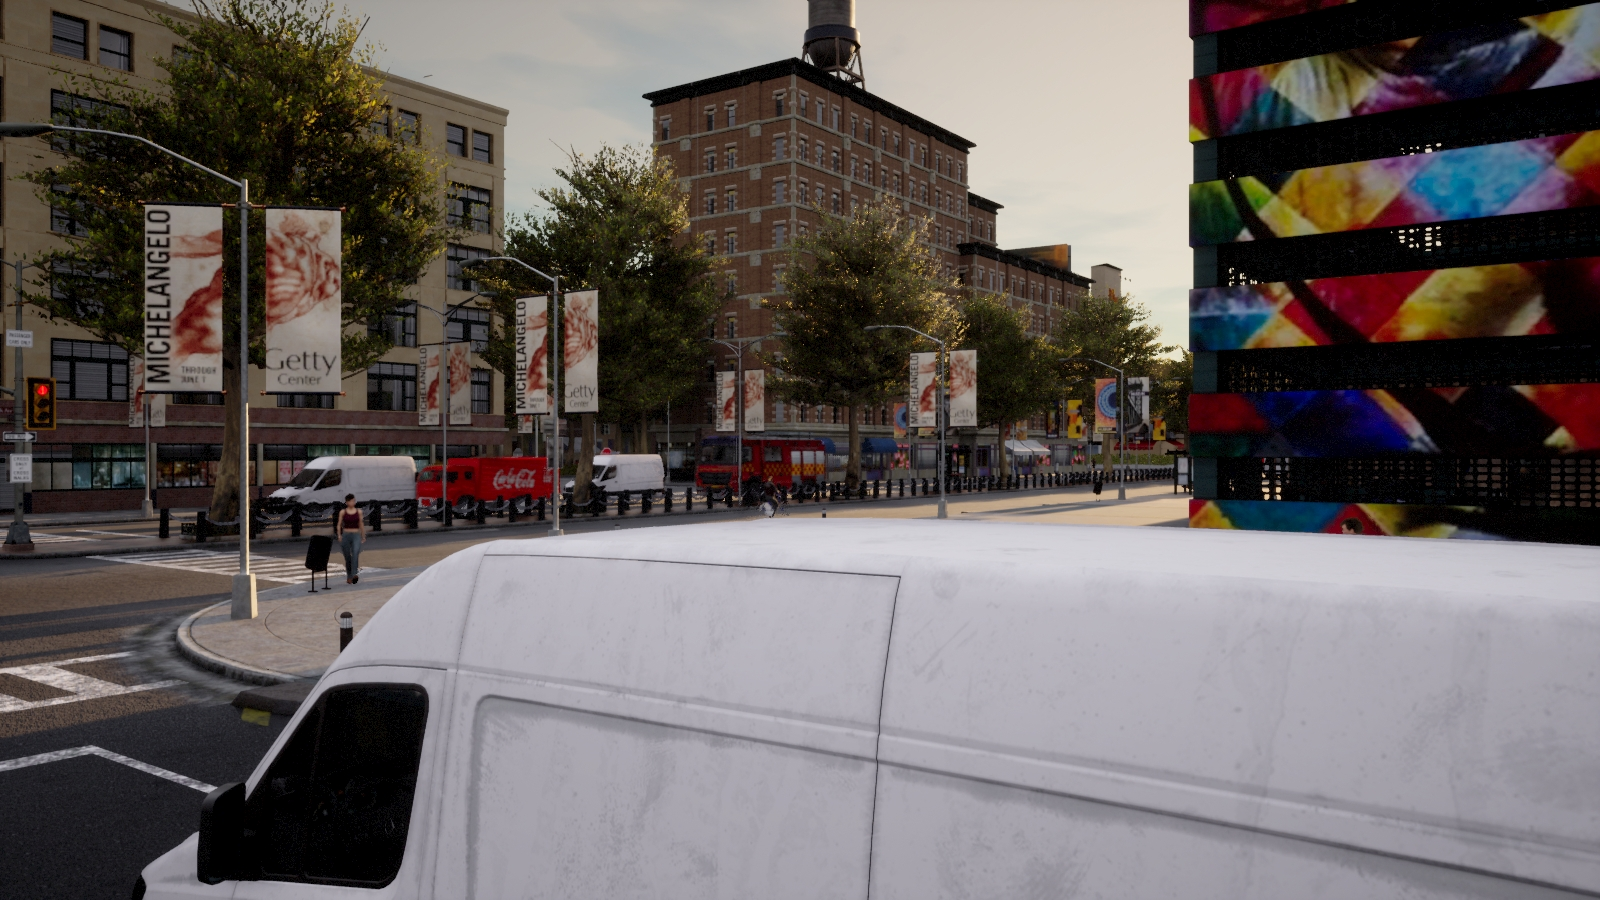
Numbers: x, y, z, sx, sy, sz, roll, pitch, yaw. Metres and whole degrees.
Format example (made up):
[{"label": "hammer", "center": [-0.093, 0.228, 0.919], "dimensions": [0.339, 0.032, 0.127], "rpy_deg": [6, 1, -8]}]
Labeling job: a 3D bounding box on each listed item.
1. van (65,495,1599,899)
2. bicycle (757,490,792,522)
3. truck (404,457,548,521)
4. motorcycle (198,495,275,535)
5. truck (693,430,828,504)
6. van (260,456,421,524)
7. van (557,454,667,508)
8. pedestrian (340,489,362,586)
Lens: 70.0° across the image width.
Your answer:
[{"label": "van", "center": [-0.118, 1.534, 3.913], "dimensions": [5.915, 2.561, 1.988], "rpy_deg": [0, 0, 36]}, {"label": "bicycle", "center": [-0.999, 2.210, 45.052], "dimensions": [0.329, 1.171, 1.835], "rpy_deg": [0, 0, 36]}, {"label": "truck", "center": [-13.381, 1.582, 47.479], "dimensions": [2.627, 2.467, 5.204], "rpy_deg": [0, -1, 36]}, {"label": "motorcycle", "center": [-19.297, 2.205, 39.190], "dimensions": [0.867, 1.251, 2.209], "rpy_deg": [0, 0, 35]}, {"label": "truck", "center": [-2.038, 0.890, 63.389], "dimensions": [2.891, 3.827, 8.468], "rpy_deg": [0, 0, 35]}, {"label": "van", "center": [-18.491, 1.535, 46.339], "dimensions": [1.988, 2.561, 5.915], "rpy_deg": [0, 0, 36]}, {"label": "van", "center": [-9.580, 1.532, 58.840], "dimensions": [1.988, 2.561, 5.915], "rpy_deg": [0, 1, 35]}, {"label": "pedestrian", "center": [-8.762, 1.696, 22.298], "dimensions": [0.375, 1.860, 0.375], "rpy_deg": [0, 0, -25]}]
